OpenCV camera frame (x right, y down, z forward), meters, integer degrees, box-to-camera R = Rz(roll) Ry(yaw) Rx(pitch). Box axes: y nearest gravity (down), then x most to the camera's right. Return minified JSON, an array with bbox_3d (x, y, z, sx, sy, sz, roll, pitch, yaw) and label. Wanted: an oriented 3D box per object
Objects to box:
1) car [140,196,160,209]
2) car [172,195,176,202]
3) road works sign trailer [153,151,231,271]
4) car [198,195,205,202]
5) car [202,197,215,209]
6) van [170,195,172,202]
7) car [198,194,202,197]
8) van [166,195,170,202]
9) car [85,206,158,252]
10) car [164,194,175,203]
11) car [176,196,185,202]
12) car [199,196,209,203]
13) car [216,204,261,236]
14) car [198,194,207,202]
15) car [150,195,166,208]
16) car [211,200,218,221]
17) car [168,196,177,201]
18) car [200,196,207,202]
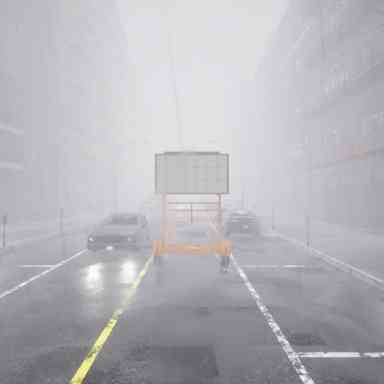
[{"bbox_3d":[-5.277,1.594,40.308,1.752,1.417,4.829,2,0,0],"label":"car"},{"bbox_3d":[-5.257,1.501,73.661,2.192,1.841,5.009,1,0,0],"label":"car"},{"bbox_3d":[-0.006,0.474,10.978,2.380,3.560,2.880,0,0,0],"label":"road works sign trailer"},{"bbox_3d":[2.613,1.684,62.535,1.887,1.381,4.507,1,0,0],"label":"car"},{"bbox_3d":[2.602,1.613,40.411,1.887,1.381,4.507,1,0,0],"label":"car"},{"bbox_3d":[-5.263,1.480,62.601,1.690,1.788,3.998,1,0,0],"label":"van"},{"bbox_3d":[2.615,1.706,68.064,1.887,1.381,4.507,1,0,0],"label":"car"},{"bbox_3d":[-5.265,1.459,57.069,1.690,1.788,3.998,2,0,0],"label":"van"},{"bbox_3d":[-2.843,1.560,14.158,2.033,1.411,5.357,0,0,0],"label":"car"},{"bbox_3d":[-5.255,1.525,79.191,2.192,1.841,5.009,1,0,0],"label":"car"},{"bbox_3d":[-2.716,1.716,74.764,1.812,1.442,4.674,0,0,0],"label":"car"},{"bbox_3d":[2.627,1.625,73.597,1.967,1.590,4.097,1,0,0],"label":"car"},{"bbox_3d":[2.592,1.565,18.289,1.887,1.381,4.507,1,0,0],"label":"car"},{"bbox_3d":[2.593,1.551,84.659,2.192,1.841,5.009,1,0,0],"label":"car"},{"bbox_3d":[-5.269,1.399,46.010,2.192,1.841,5.009,2,0,0],"label":"car"},{"bbox_3d":[2.595,1.555,23.991,1.752,1.417,4.829,1,0,0],"label":"car"},{"bbox_3d":[-5.256,1.830,90.253,1.947,1.339,4.313,1,0,0],"label":"car"},{"bbox_3d":[2.605,1.634,45.943,2.008,1.369,4.403,1,0,0],"label":"car"}]
